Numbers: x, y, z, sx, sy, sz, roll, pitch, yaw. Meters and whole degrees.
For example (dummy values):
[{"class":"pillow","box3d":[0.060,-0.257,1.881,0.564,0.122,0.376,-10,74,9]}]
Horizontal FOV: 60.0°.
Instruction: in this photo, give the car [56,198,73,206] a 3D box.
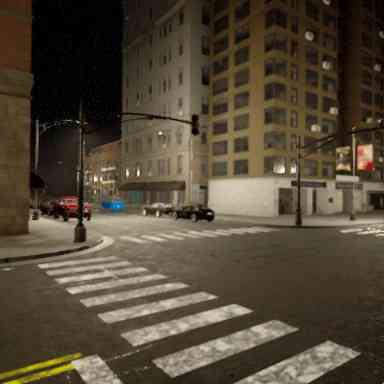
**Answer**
[{"class":"car","box3d":[-22.796,1.702,59.214,1.802,1.307,4.206,1,0,-35]}]

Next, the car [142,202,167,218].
[{"class":"car","box3d":[-3.169,1.669,31.486,2.008,1.369,4.403,1,0,-35]}]

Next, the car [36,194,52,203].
[{"class":"car","box3d":[-32.607,1.438,73.079,2.192,1.841,5.009,1,0,-35]}]

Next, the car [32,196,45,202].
[{"class":"car","box3d":[-35.881,1.675,77.699,2.008,1.369,4.403,1,0,-35]}]

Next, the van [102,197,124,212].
[{"class":"van","box3d":[-9.710,1.460,40.730,1.690,1.788,3.998,1,0,-35]}]

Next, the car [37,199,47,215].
[{"class":"car","box3d":[-12.991,1.593,31.471,1.947,1.339,4.313,1,0,-35]}]

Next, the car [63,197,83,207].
[{"class":"car","box3d":[-19.623,1.645,54.731,1.752,1.417,4.829,1,0,-35]}]

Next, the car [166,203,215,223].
[{"class":"car","box3d":[0.102,1.684,26.864,1.947,1.339,4.313,1,0,-35]}]

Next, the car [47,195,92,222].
[{"class":"car","box3d":[-9.717,1.342,26.851,2.192,1.841,5.009,1,0,-35]}]

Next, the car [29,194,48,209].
[{"class":"car","box3d":[-19.531,1.343,40.716,2.192,1.841,5.009,1,0,-35]}]
